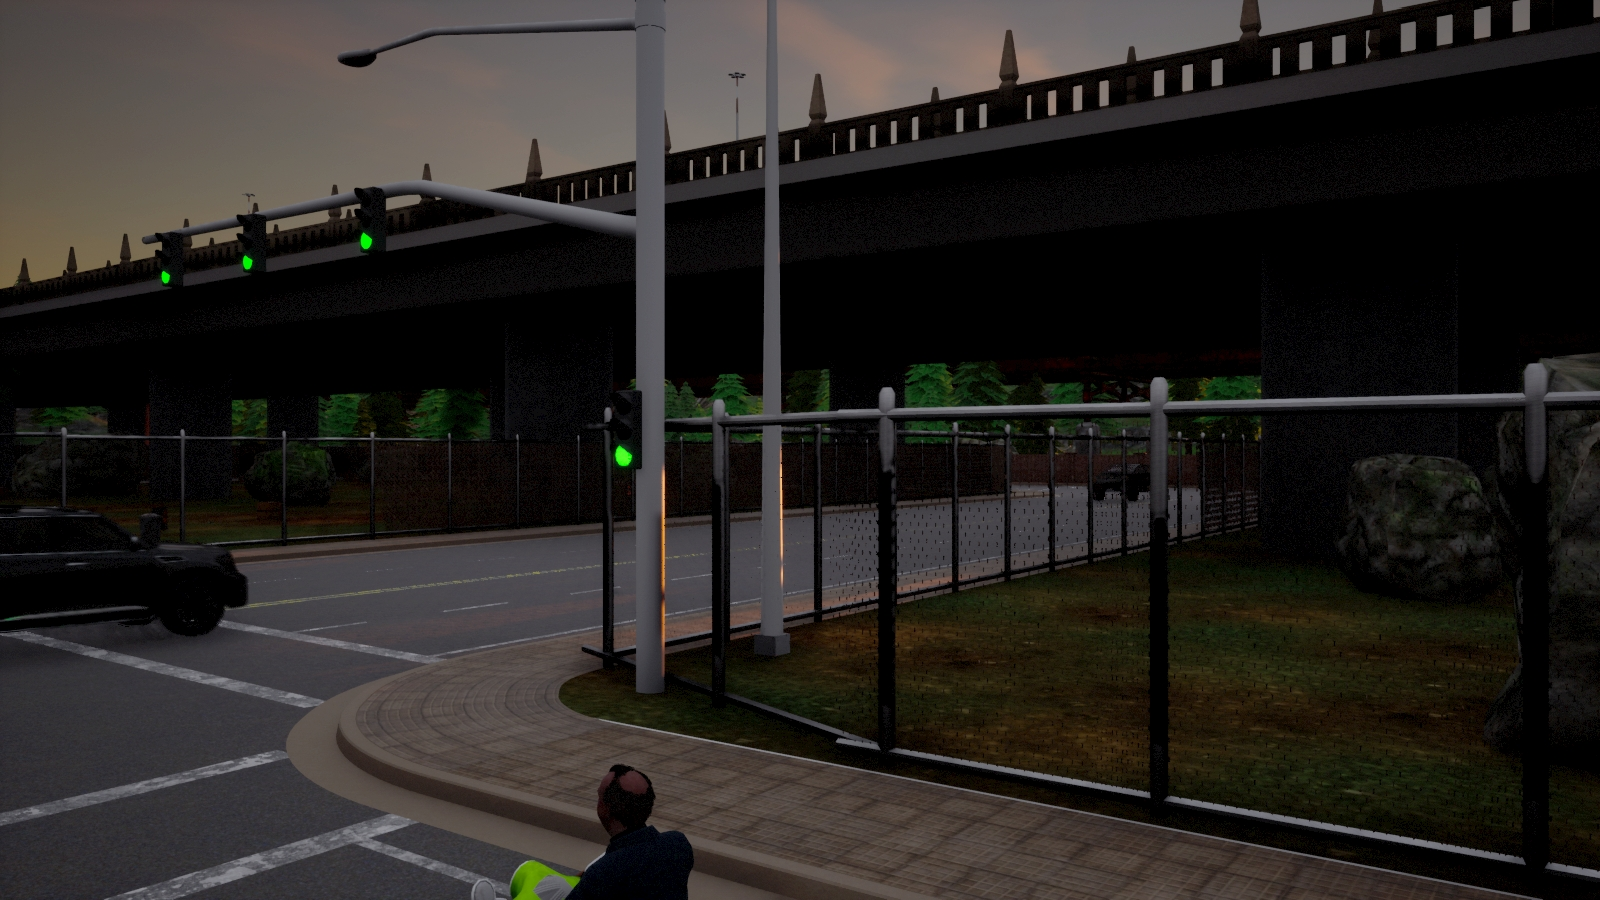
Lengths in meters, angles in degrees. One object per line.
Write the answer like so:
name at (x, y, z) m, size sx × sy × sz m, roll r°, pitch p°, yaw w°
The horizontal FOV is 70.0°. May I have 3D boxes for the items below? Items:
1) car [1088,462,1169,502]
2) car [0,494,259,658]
car at (18.698, 1.753, 64.846) m, size 2.390 × 2.098 × 6.274 m, roll 0°, pitch 0°, yaw 36°
car at (-11.078, 1.755, 16.501) m, size 2.150 × 2.045 × 5.566 m, roll 0°, pitch 0°, yaw 35°
